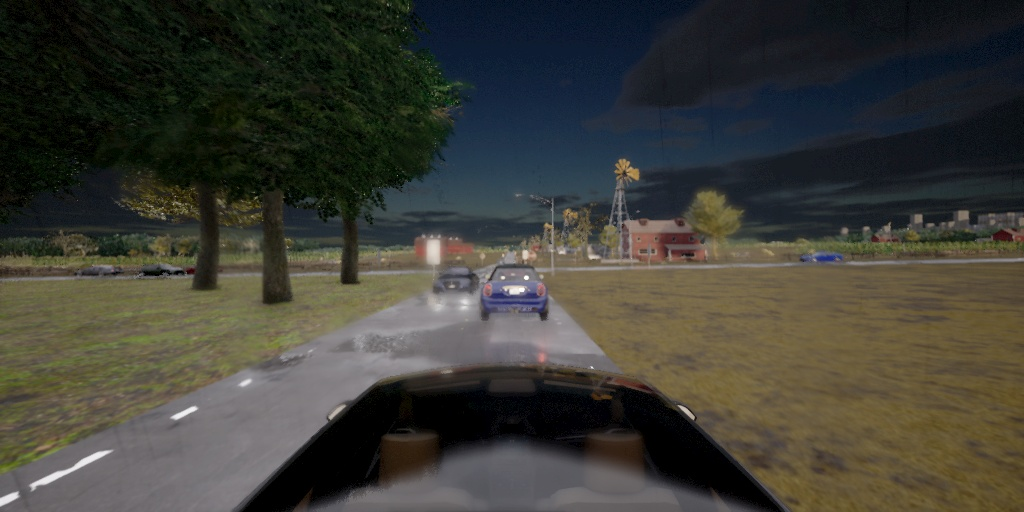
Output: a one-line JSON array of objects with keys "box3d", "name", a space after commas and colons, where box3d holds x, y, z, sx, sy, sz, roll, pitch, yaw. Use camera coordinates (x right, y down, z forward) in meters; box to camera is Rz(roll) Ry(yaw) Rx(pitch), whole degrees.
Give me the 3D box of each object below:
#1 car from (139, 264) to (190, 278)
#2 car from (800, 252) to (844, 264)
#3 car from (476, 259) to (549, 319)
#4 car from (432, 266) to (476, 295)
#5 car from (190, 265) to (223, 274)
[{"box3d": [-45.094, 1.819, 46.235, 4.553, 1.767, 2.097, -1, 1, 1], "name": "car"}, {"box3d": [41.920, 0.219, 48.646, 5.008, 1.535, 1.882, -1, 1, 1], "name": "car"}, {"box3d": [0.085, 1.052, 12.616, 2.097, 1.767, 4.553, 0, 0, 0], "name": "car"}, {"box3d": [-2.850, 1.242, 18.910, 1.994, 1.385, 4.181, 0, 0, 0], "name": "car"}, {"box3d": [-42.381, 1.843, 49.015, 5.008, 1.535, 1.882, -1, 1, 0], "name": "car"}]
